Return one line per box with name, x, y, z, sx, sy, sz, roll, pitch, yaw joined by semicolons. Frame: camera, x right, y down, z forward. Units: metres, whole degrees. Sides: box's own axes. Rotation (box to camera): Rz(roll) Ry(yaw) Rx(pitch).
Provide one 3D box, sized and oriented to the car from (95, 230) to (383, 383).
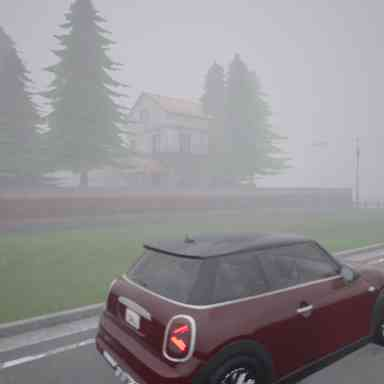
car;1.090;1.343;4.759;4.553;1.767;2.097;0;0;-36
